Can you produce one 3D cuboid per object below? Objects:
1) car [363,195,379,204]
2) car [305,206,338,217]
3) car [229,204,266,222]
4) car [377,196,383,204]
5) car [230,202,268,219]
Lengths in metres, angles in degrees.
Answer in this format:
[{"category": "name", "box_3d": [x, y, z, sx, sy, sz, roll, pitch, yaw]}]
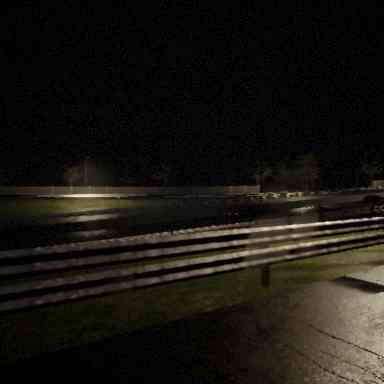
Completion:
[{"category": "car", "box_3d": [36.095, 1.300, 65.820, 4.553, 1.767, 2.097, -4, 2, -28]}, {"category": "car", "box_3d": [19.143, 2.822, 48.891, 5.357, 1.411, 2.033, -4, 2, -28]}, {"category": "car", "box_3d": [7.829, 3.057, 46.840, 5.566, 2.045, 2.150, -4, 2, -28]}, {"category": "car", "box_3d": [37.797, 1.560, 62.763, 4.718, 1.301, 1.895, -4, 2, -28]}, {"category": "car", "box_3d": [8.830, 2.871, 51.335, 5.566, 2.045, 2.150, -4, 2, -28]}]
